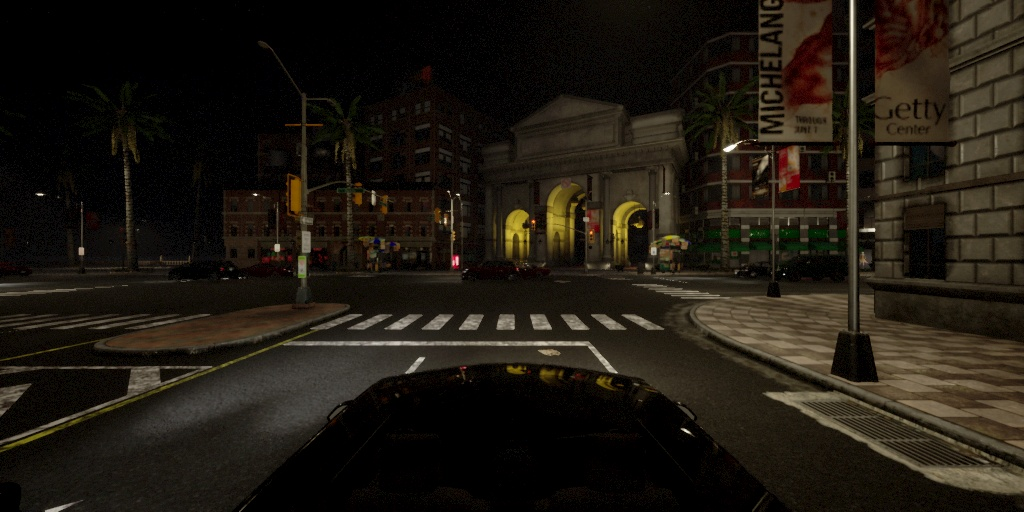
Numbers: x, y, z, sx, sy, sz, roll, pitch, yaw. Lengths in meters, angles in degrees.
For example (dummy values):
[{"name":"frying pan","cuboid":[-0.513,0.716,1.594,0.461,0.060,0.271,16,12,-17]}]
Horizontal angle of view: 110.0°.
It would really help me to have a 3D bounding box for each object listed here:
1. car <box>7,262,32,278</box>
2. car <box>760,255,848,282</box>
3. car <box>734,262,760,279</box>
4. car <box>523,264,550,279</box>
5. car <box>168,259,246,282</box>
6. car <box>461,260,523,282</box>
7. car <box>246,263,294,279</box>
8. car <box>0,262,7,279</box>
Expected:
[{"name":"car","cuboid":[-46.170,1.276,32.204,4.674,1.442,1.812,0,0,0]},{"name":"car","cuboid":[23.286,0.972,28.257,5.566,2.045,2.150,0,0,0]},{"name":"car","cuboid":[22.309,1.241,31.753,4.902,1.511,2.128,0,0,0]},{"name":"car","cuboid":[0.986,1.351,31.909,4.718,1.301,1.895,0,0,0]},{"name":"car","cuboid":[-24.476,1.102,28.568,4.553,1.767,2.097,0,0,0]},{"name":"car","cuboid":[-1.674,1.102,28.111,4.553,1.767,2.097,0,0,-5]},{"name":"car","cuboid":[-21.926,1.314,32.052,4.181,1.385,1.994,0,0,0]},{"name":"car","cuboid":[-39.477,1.297,24.971,5.357,1.411,2.033,0,0,0]}]
